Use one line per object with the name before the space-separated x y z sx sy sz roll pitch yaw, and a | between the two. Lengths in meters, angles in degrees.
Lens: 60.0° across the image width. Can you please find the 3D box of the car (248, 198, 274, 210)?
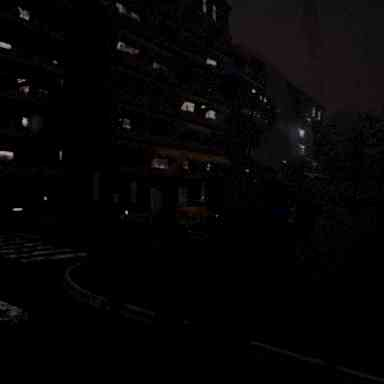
car | 9.735 1.604 46.644 1.967 1.590 4.097 1 0 36

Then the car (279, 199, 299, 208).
car | 16.284 1.836 55.564 1.802 1.307 4.206 1 0 36

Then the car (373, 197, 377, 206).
car | 36.133 2.176 68.436 1.887 1.381 4.507 1 0 36

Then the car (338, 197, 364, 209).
car | 26.311 1.814 55.056 2.192 1.841 5.009 1 0 36

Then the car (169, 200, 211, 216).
car | -0.092 1.571 33.264 1.887 1.381 4.507 1 0 36

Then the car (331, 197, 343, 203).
car | 35.938 1.958 82.322 1.967 1.590 4.097 1 0 36

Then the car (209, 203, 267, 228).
car | 3.380 1.746 23.838 1.947 1.339 4.313 1 0 36

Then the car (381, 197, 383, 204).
car | 45.964 2.076 81.815 2.192 1.841 5.009 1 0 36

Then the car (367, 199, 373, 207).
car | 32.859 2.027 63.976 1.967 1.590 4.097 1 0 36

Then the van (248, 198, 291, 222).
van | 6.659 1.567 28.297 1.690 1.788 3.998 1 0 36

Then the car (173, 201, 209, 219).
car | 0.683 1.547 29.938 1.882 1.535 5.008 2 1 36

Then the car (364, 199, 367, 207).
car | 29.582 2.125 59.516 1.802 1.307 4.206 1 0 36

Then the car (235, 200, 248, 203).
car | 6.458 1.700 42.184 1.802 1.307 4.206 1 0 36

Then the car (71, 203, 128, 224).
car | -6.643 1.484 24.345 2.008 1.369 4.403 1 0 36

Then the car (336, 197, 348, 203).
car | 39.111 2.085 86.645 1.752 1.417 4.829 1 0 36

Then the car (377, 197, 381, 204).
car | 39.408 2.225 72.897 2.008 1.369 4.403 1 0 36

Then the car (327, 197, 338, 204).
car | 32.661 2.040 77.862 1.947 1.339 4.313 1 0 36

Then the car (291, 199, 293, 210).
car | 14.412 1.770 48.485 1.837 1.490 4.892 2 0 37

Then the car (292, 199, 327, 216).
car | 13.208 1.758 37.218 1.967 1.590 4.097 1 0 36
